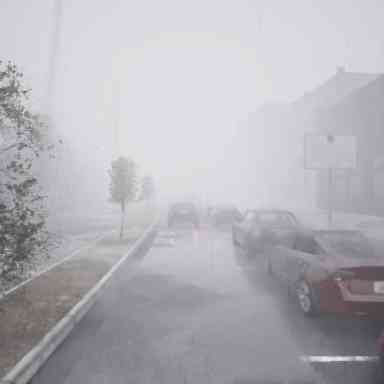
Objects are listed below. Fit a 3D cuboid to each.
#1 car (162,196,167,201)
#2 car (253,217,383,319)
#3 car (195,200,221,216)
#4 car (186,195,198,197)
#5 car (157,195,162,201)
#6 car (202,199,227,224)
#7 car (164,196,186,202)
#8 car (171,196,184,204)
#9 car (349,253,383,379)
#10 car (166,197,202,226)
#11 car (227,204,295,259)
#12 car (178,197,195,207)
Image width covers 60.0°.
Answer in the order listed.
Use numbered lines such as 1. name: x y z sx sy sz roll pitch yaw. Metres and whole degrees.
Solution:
1. car: -5.315 1.632 79.304 1.946 1.575 5.366 0 0 -13
2. car: 3.001 1.548 7.525 2.163 1.488 4.792 0 0 -1
3. car: 1.589 1.635 35.262 2.097 1.535 5.008 0 0 -4
4. car: 0.464 1.660 46.524 1.946 1.575 5.366 0 0 -6
5. car: -7.006 1.649 86.139 2.163 1.488 4.792 0 0 -14
6. car: 2.001 1.615 29.709 2.097 1.535 5.008 0 0 -4
7. car: -2.025 1.658 41.525 2.128 1.511 4.902 0 0 -6
8. car: -2.985 1.652 68.534 1.946 1.575 5.366 0 0 -10
9. car: 3.052 1.531 1.922 2.002 1.452 4.674 0 0 0
10. car: -0.672 1.464 24.478 2.097 1.767 4.553 0 0 -3
11. car: 2.858 1.419 13.024 2.185 1.767 4.553 0 0 -1
12. car: -1.011 1.671 57.382 2.231 1.521 4.892 0 0 -8
